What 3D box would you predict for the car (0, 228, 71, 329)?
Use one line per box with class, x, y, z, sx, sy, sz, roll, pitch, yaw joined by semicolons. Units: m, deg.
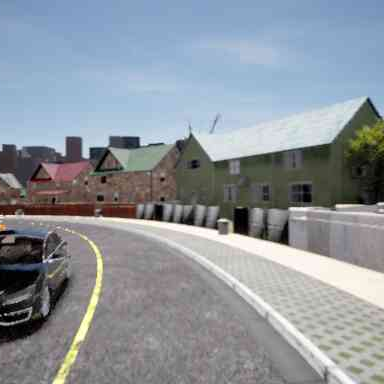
car;-3.870;1.629;7.341;1.837;1.490;4.892;0;-1;-13
